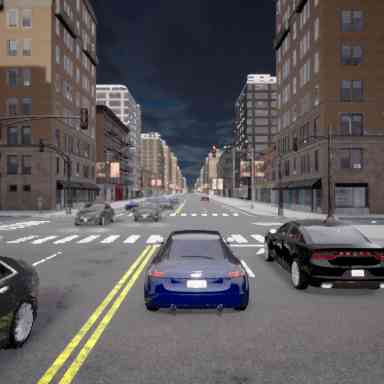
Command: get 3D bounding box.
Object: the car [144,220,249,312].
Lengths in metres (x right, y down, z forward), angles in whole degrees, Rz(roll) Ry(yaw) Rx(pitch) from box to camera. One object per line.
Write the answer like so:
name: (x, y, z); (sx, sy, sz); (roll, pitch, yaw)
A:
car: (0.081, 1.564, 7.781); (1.994, 1.385, 4.181); (0, 0, 0)

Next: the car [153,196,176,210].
car: (-3.387, 1.562, 41.902); (1.994, 1.385, 4.181); (0, 0, 0)

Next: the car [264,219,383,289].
car: (3.330, 1.478, 9.159); (1.882, 1.535, 5.008); (0, 0, 0)

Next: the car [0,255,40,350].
car: (-3.351, 1.506, 3.465); (1.837, 1.490, 4.892); (0, 0, 0)

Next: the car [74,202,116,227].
car: (-6.620, 1.504, 23.061); (1.837, 1.490, 4.892); (0, 0, 0)

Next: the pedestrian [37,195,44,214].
pedestrian: (-14.169, 1.169, 31.092); (0.375, 1.860, 0.375); (0, 0, 0)

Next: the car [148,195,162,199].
car: (-6.644, 1.486, 55.576); (2.128, 1.511, 4.902); (0, 0, 0)

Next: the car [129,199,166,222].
car: (-3.377, 1.514, 26.154); (1.837, 1.490, 4.892); (0, 0, 0)

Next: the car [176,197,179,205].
car: (-3.377, 1.540, 60.766); (2.033, 1.411, 5.357); (0, 0, 0)

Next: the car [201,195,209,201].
car: (3.180, 1.465, 80.583); (1.882, 1.535, 5.008); (0, 0, 0)

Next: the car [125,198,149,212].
car: (-6.633, 1.600, 39.330); (1.895, 1.301, 4.718); (0, 0, 0)
